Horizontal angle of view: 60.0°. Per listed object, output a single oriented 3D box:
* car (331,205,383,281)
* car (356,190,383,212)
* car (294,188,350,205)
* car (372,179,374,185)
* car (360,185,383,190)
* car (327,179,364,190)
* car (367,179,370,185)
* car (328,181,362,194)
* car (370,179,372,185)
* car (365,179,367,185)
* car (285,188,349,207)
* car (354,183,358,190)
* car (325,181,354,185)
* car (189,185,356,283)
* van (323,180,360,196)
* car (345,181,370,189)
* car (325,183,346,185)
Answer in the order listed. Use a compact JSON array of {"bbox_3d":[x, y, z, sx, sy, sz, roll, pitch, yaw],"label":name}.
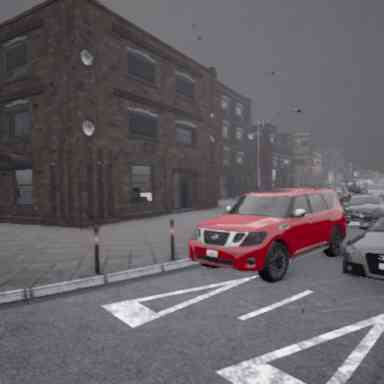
[{"bbox_3d":[5.239,1.246,8.091,1.994,1.385,4.181,0,2,43],"label":"car"},{"bbox_3d":[9.346,0.835,17.774,1.837,1.490,4.892,0,2,33],"label":"car"},{"bbox_3d":[12.336,0.387,31.649,4.674,1.452,2.002,0,2,30],"label":"car"},{"bbox_3d":[41.195,-1.876,81.799,5.008,1.535,2.097,0,2,30],"label":"car"},{"bbox_3d":[15.313,0.434,27.707,1.812,1.442,4.674,0,2,30],"label":"car"},{"bbox_3d":[17.802,-0.341,41.210,5.566,2.045,2.435,0,2,30],"label":"car"},{"bbox_3d":[30.208,-1.072,62.690,4.892,1.521,2.231,0,2,30],"label":"car"},{"bbox_3d":[23.301,-0.662,50.767,4.553,1.767,2.185,0,2,30],"label":"car"},{"bbox_3d":[35.541,-1.485,72.337,5.366,1.575,1.946,0,2,30],"label":"car"},{"bbox_3d":[26.104,-0.880,55.511,4.553,1.767,2.185,0,2,30],"label":"car"},{"bbox_3d":[10.954,0.453,29.265,5.008,1.535,2.097,0,2,30],"label":"car"},{"bbox_3d":[15.079,0.135,36.432,4.892,1.521,2.231,0,2,30],"label":"car"},{"bbox_3d":[13.732,0.116,34.018,4.553,1.767,2.185,0,2,30],"label":"car"},{"bbox_3d":[2.402,0.943,9.378,5.566,2.045,2.150,-2,2,-45],"label":"car"},{"bbox_3d":[20.677,-0.541,45.914,4.442,1.987,1.878,0,2,30],"label":"van"},{"bbox_3d":[37.081,-1.582,74.628,4.892,1.521,2.231,0,2,30],"label":"car"},{"bbox_3d":[9.606,0.428,26.850,4.553,1.767,2.185,0,2,30],"label":"car"}]
